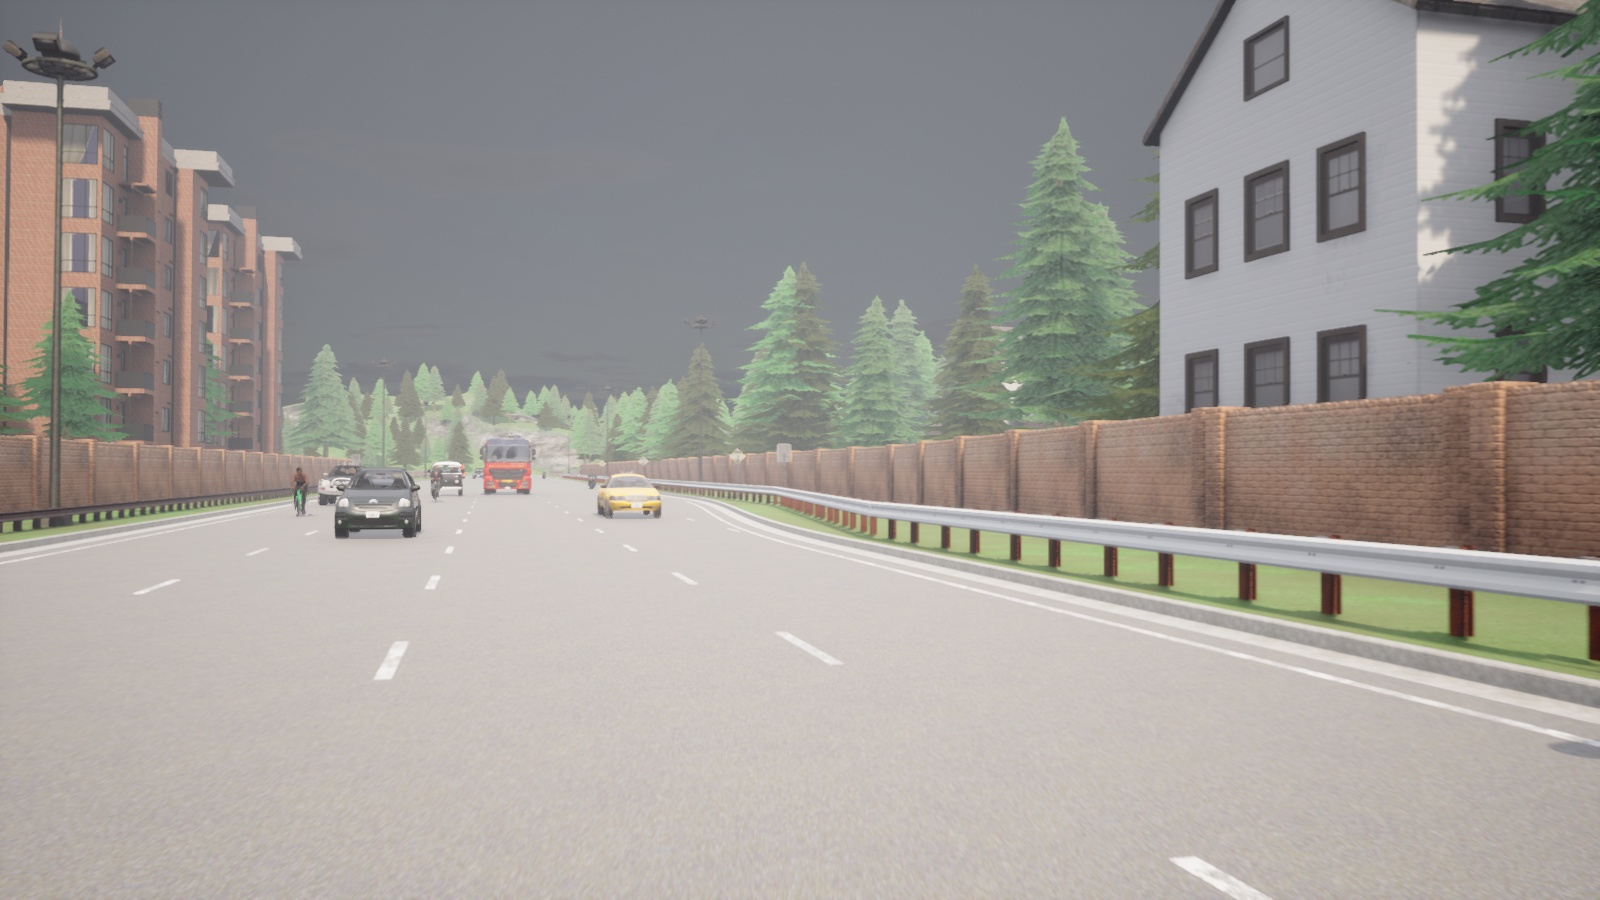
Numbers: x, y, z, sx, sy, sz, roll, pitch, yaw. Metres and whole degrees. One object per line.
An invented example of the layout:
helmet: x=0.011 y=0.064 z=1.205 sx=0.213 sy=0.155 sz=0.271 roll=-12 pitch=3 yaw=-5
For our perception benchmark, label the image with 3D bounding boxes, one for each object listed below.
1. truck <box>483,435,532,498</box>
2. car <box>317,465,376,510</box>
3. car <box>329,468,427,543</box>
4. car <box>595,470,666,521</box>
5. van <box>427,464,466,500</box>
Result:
truck: x=-18.775 y=1.070 z=80.455 sx=2.891 sy=3.827 sz=8.468 roll=0 pitch=-1 yaw=-14
car: x=-19.522 y=1.617 z=54.197 sx=1.932 sy=1.855 sz=4.605 roll=0 pitch=-1 yaw=-14
car: x=-9.848 y=1.246 z=29.532 sx=1.851 sy=1.617 sz=3.988 roll=0 pitch=-1 yaw=-14
car: x=-5.788 y=1.484 z=42.329 sx=1.801 sy=1.575 sz=5.366 roll=0 pitch=-1 yaw=-14
van: x=-20.773 y=1.857 z=73.928 sx=2.069 sy=2.038 sz=4.480 roll=0 pitch=-1 yaw=-14
